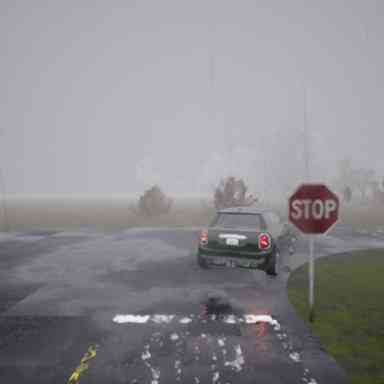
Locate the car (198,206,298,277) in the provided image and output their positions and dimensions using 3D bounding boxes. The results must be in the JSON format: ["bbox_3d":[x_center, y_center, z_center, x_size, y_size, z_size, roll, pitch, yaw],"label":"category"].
[{"bbox_3d":[1.895,1.245,10.308,2.097,1.767,4.553,0,1,24],"label":"car"}]
